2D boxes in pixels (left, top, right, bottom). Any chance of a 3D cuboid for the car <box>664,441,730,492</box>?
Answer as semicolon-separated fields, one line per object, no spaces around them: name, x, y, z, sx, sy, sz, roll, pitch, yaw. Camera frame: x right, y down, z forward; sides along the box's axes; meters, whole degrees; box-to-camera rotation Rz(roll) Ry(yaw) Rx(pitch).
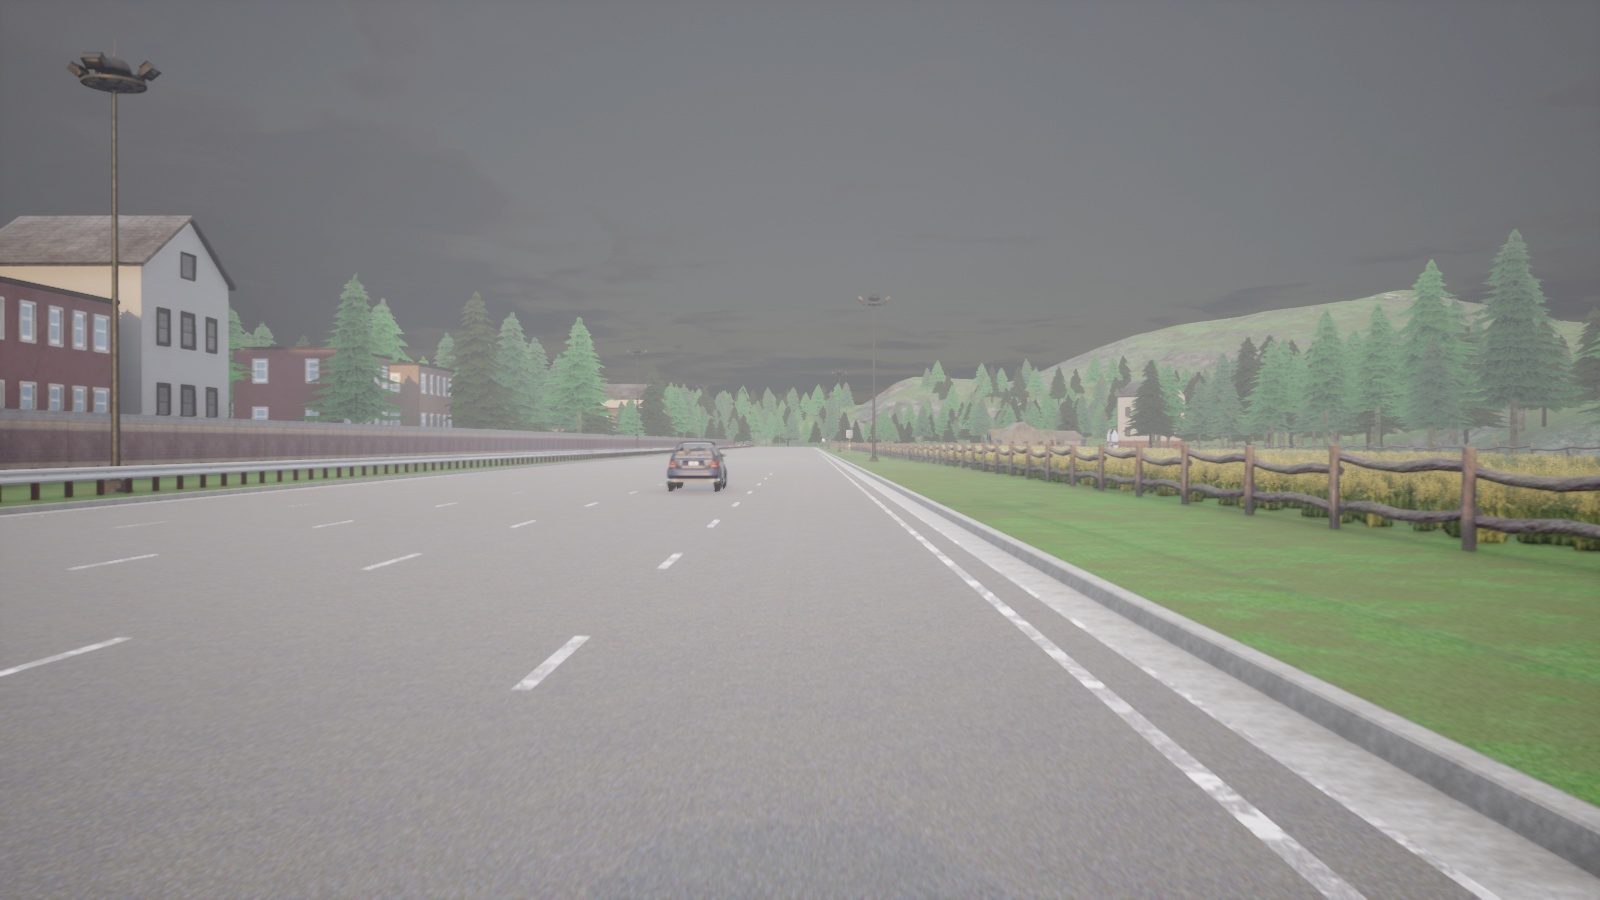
car;-3.252;0.495;40.318;1.789;1.549;3.705;0;0;0
